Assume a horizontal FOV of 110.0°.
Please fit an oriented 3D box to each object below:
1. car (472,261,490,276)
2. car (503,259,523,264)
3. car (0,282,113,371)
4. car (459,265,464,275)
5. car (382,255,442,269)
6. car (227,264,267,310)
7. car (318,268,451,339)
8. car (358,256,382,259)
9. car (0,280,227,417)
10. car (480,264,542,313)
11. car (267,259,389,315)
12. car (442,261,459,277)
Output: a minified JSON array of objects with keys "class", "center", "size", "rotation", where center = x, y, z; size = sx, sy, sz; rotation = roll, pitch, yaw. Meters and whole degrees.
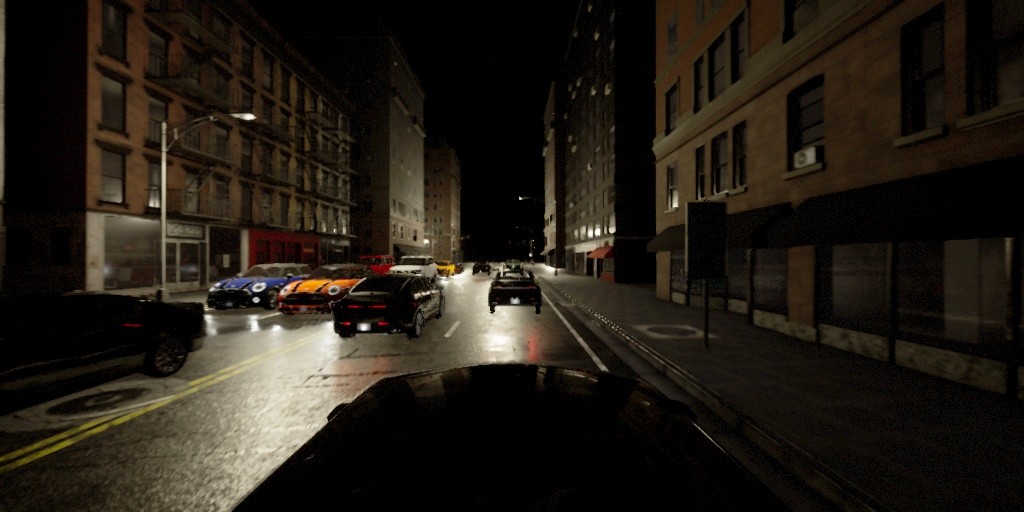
[{"class":"car","center":[-3.141,1.277,38.320],"size":[1.837,1.490,4.892],"rotation":[0,0,0]},{"class":"car","center":[0.109,1.124,37.268],"size":[2.097,1.767,4.553],"rotation":[0,0,0]},{"class":"car","center":[-9.878,1.299,5.352],"size":[2.033,1.411,5.357],"rotation":[0,0,-3]},{"class":"car","center":[-6.491,1.380,39.562],"size":[1.994,1.385,4.181],"rotation":[0,0,0]},{"class":"car","center":[-6.583,0.983,24.253],"size":[2.150,2.045,5.566],"rotation":[0,0,0]},{"class":"car","center":[-9.838,1.109,14.715],"size":[2.097,1.767,4.553],"rotation":[0,0,0]},{"class":"car","center":[-3.148,1.260,10.046],"size":[1.837,1.490,4.892],"rotation":[0,0,0]},{"class":"car","center":[-9.831,0.985,25.256],"size":[2.150,2.045,5.566],"rotation":[0,0,0]},{"class":"car","center":[-6.595,1.229,4.530],"size":[1.882,1.535,5.008],"rotation":[0,0,0]},{"class":"car","center":[0.103,1.250,13.995],"size":[2.128,1.511,4.902],"rotation":[0,0,0]},{"class":"car","center":[-6.589,1.109,13.559],"size":[2.097,1.767,4.553],"rotation":[0,0,0]},{"class":"car","center":[-6.493,1.165,33.362],"size":[1.882,1.535,5.008],"rotation":[0,0,0]}]
